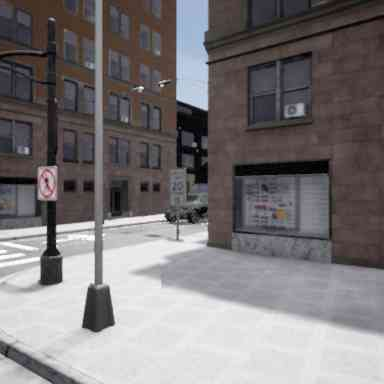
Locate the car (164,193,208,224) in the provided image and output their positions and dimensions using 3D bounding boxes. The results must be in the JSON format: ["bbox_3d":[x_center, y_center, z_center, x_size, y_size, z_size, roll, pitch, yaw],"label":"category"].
[{"bbox_3d":[0.379,1.070,23.638,2.150,2.045,5.566,0,0,36],"label":"car"}]
